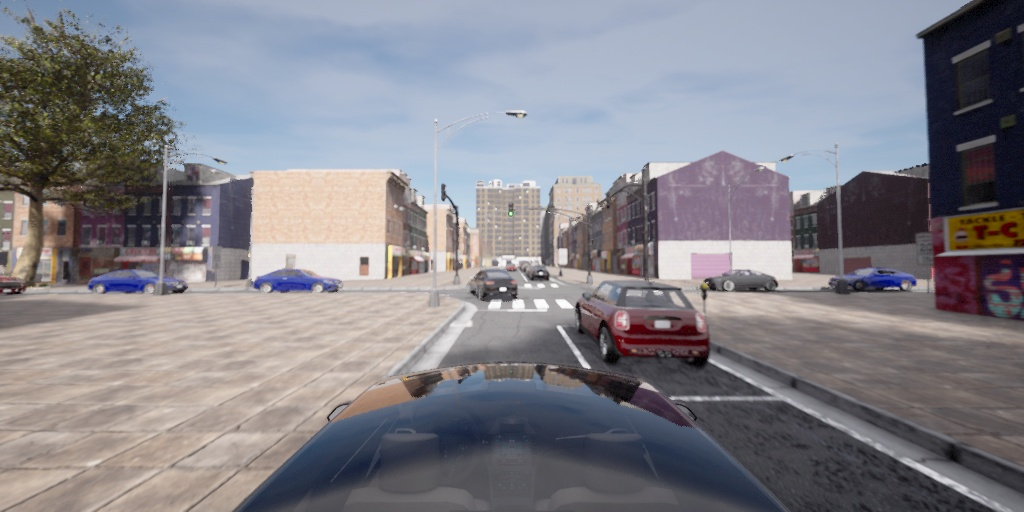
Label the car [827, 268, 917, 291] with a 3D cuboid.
[{"bbox_3d":[23.070,1.492,23.044,4.674,1.442,1.812,0,-2,0],"label":"car"}]

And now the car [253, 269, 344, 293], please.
[{"bbox_3d":[-12.047,1.428,20.327,4.674,1.442,1.812,0,-2,0],"label":"car"}]

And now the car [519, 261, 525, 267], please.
[{"bbox_3d":[2.653,2.038,62.362,1.751,1.417,4.829,0,0,0],"label":"car"}]

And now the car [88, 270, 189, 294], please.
[{"bbox_3d":[-21.189,1.494,20.386,4.674,1.442,1.812,-1,-2,1],"label":"car"}]

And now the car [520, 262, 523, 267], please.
[{"bbox_3d":[2.652,1.988,56.756,1.948,1.339,4.313,0,0,0],"label":"car"}]

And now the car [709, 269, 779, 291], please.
[{"bbox_3d":[14.616,1.535,23.101,4.181,1.385,1.994,0,-2,0],"label":"car"}]

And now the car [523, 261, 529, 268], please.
[{"bbox_3d":[2.650,1.777,46.052,1.751,1.417,4.829,0,0,0],"label":"car"}]

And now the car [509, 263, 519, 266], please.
[{"bbox_3d":[0.015,2.167,65.349,1.895,1.301,4.718,0,-1,0],"label":"car"}]

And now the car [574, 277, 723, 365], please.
[{"bbox_3d":[2.642,1.249,8.268,1.967,1.591,4.097,0,0,0],"label":"car"}]

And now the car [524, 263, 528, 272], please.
[{"bbox_3d":[2.648,1.740,40.447,1.948,1.339,4.313,0,0,0],"label":"car"}]

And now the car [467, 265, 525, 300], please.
[{"bbox_3d":[-1.052,1.381,18.640,1.812,1.442,4.674,0,0,-16],"label":"car"}]

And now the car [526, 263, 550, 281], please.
[{"bbox_3d":[2.647,1.666,35.011,1.948,1.339,4.313,0,0,0],"label":"car"}]

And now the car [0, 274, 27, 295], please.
[{"bbox_3d":[-30.987,1.426,20.467,4.553,1.767,2.097,-1,-2,0],"label":"car"}]
